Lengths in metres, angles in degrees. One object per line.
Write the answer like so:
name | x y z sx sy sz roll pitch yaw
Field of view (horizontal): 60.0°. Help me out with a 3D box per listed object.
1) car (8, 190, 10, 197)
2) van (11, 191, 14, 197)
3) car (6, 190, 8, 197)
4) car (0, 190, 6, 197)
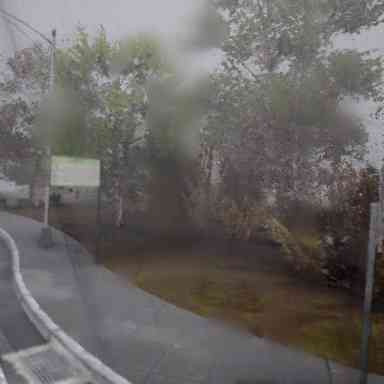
car | -42.918 0.588 72.132 4.674 1.452 2.002 2 -2 -23
van | -45.993 0.450 79.806 4.442 1.987 1.878 2 -2 -23
car | -41.861 0.540 69.590 4.674 1.452 2.002 2 -2 -23
car | -40.817 0.324 67.037 4.553 1.767 2.185 2 -2 -23
